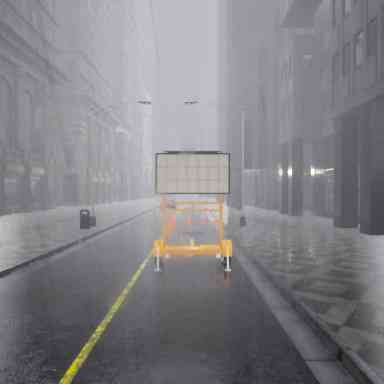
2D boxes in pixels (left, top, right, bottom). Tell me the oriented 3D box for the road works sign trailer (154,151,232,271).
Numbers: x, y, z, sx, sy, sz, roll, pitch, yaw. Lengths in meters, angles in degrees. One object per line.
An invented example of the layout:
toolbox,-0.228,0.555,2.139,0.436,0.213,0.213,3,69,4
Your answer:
road works sign trailer,0.024,0.467,10.876,2.380,3.560,2.880,0,0,0

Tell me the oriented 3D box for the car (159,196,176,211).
car,-2.962,1.585,41.555,2.033,1.411,5.357,0,0,0
